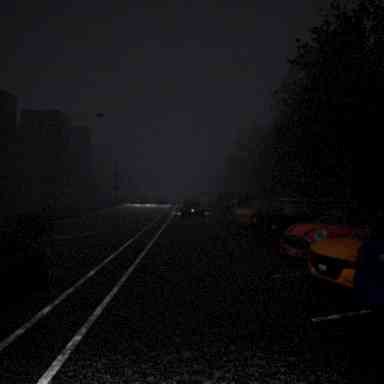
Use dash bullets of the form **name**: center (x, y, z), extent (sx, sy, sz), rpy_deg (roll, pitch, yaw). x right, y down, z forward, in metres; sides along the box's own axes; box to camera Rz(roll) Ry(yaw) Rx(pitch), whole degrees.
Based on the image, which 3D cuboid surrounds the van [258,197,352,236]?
- **van**: center (5.404, 1.212, 14.361), extent (4.442, 1.987, 1.878), rpy_deg (1, 0, -20)

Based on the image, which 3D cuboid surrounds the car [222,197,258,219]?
- **car**: center (5.122, 1.384, 23.147), extent (5.366, 1.575, 1.946), rpy_deg (1, 1, -20)

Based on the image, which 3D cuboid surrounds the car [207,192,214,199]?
- **car**: center (5.145, 1.212, 44.079), extent (5.366, 1.575, 1.946), rpy_deg (1, 0, -22)

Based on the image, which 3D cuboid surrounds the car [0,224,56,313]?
- **car**: center (-4.247, 1.549, 6.182), extent (1.994, 1.385, 4.181), rpy_deg (0, 0, 0)

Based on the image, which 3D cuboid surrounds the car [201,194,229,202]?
- **car**: center (4.232, 1.059, 61.777), extent (4.674, 1.452, 2.002), rpy_deg (0, 1, -23)

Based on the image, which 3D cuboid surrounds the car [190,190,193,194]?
- **car**: center (2.798, 0.854, 82.512), extent (4.792, 1.488, 2.163), rpy_deg (1, 1, -25)

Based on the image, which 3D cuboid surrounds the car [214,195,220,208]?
- **car**: center (5.181, 1.338, 35.098), extent (4.674, 1.452, 2.002), rpy_deg (1, 1, -21)

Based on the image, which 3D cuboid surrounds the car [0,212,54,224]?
- **car**: center (-7.043, 1.506, 12.700), extent (2.033, 1.411, 5.357), rpy_deg (0, 0, 0)

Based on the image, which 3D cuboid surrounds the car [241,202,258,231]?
- **car**: center (5.323, 1.452, 17.291), extent (4.792, 1.488, 2.163), rpy_deg (1, 0, -20)

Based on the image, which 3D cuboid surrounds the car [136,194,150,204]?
- **car**: center (-7.688, 1.147, 52.516), extent (1.837, 1.490, 4.892), rpy_deg (0, 0, -2)

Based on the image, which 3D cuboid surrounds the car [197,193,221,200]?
- **car**: center (3.704, 0.970, 70.671), extent (4.674, 1.452, 2.002), rpy_deg (1, 1, -24)

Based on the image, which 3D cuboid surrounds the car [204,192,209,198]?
- **car**: center (4.748, 1.189, 49.924), extent (4.674, 1.452, 2.002), rpy_deg (0, 1, -22)

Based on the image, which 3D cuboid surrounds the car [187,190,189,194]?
- **car**: center (2.055, 0.755, 91.402), extent (5.008, 1.535, 2.097), rpy_deg (1, 1, -26)

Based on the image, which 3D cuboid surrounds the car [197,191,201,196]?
- **car**: center (4.213, 1.046, 58.737), extent (5.366, 1.575, 1.946), rpy_deg (1, 1, -23)

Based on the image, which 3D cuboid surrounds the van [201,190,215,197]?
- **van**: center (4.421, 0.856, 55.793), extent (4.442, 1.987, 1.878), rpy_deg (1, 1, -23)

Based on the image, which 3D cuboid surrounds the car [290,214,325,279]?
- **car**: center (5.305, 1.461, 8.389), extent (5.008, 1.535, 2.097), rpy_deg (1, 1, -20)

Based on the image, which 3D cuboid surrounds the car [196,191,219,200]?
- **car**: center (3.470, 0.776, 73.628), extent (4.553, 1.767, 2.185), rpy_deg (0, 0, -24)

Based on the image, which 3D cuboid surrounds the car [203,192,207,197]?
- **car**: center (4.651, 1.156, 52.877), extent (4.674, 1.452, 2.002), rpy_deg (0, 0, -23)

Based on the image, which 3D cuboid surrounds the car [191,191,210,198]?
- **car**: center (2.288, 0.652, 88.437), extent (4.553, 1.767, 2.185), rpy_deg (1, 0, -25)

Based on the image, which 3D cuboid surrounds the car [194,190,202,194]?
- **car**: center (3.918, 0.708, 67.722), extent (5.566, 2.045, 2.435), rpy_deg (1, 0, -24)

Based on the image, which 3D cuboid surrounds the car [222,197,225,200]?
- **car**: center (5.290, 1.369, 26.185), extent (4.892, 1.521, 2.231), rpy_deg (1, 1, -20)

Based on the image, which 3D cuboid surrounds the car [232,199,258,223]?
- **car**: center (5.473, 1.405, 20.306), extent (5.366, 1.575, 1.946), rpy_deg (1, 0, -20)

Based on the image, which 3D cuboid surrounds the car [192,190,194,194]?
- **car**: center (3.297, 0.877, 76.598), extent (4.892, 1.521, 2.231), rpy_deg (1, 1, -24)

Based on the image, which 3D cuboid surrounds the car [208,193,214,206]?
- **car**: center (5.046, 1.243, 41.041), extent (5.008, 1.535, 2.097), rpy_deg (1, 0, -22)

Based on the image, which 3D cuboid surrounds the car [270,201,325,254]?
- **car**: center (5.326, 1.325, 11.363), extent (4.553, 1.767, 2.185), rpy_deg (1, 1, -20)

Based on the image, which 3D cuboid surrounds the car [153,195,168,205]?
- **car**: center (-4.827, 1.184, 50.785), extent (1.812, 1.442, 4.674), rpy_deg (0, 1, -2)

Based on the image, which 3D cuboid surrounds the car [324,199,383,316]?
- **car**: center (5.328, 1.220, 5.444), extent (5.566, 2.045, 2.435), rpy_deg (1, 0, -20)

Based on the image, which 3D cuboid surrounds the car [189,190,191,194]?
- **car**: center (2.572, 0.800, 85.487), extent (5.008, 1.535, 2.097), rpy_deg (1, 0, -25)

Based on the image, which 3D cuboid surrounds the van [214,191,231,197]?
- **van**: center (5.232, 1.046, 38.115), extent (4.442, 1.987, 1.878), rpy_deg (1, 0, -21)

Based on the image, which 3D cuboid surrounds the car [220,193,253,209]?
- **car**: center (5.232, 1.220, 29.146), extent (4.553, 1.767, 2.185), rpy_deg (1, 0, -21)

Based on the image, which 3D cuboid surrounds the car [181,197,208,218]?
- **car**: center (0.043, 1.429, 28.493), extent (1.994, 1.385, 4.181), rpy_deg (0, 0, 0)

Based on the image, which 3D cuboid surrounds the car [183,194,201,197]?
- **car**: center (-0.260, 1.336, 43.273), extent (1.895, 1.301, 4.718), rpy_deg (0, 1, -1)
